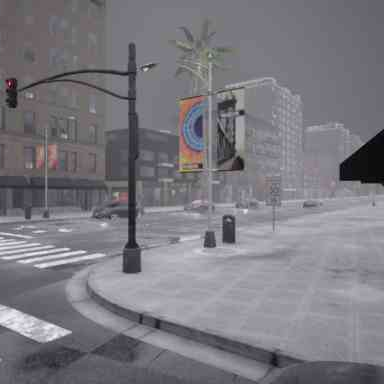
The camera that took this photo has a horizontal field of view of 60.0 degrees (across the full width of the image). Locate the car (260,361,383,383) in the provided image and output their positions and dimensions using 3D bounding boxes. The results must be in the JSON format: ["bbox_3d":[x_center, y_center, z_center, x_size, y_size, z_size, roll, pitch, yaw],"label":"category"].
[{"bbox_3d":[2.171,1.551,1.302,4.403,1.369,2.008,0,0,35],"label":"car"}]

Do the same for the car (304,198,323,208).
[{"bbox_3d":[18.706,1.671,51.276,1.994,1.385,4.181,0,0,35],"label":"car"}]

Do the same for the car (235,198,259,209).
[{"bbox_3d":[7.903,1.578,47.484,1.837,1.490,4.892,0,0,36],"label":"car"}]

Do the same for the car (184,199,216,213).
[{"bbox_3d":[0.965,1.571,37.683,1.812,1.442,4.674,0,0,35],"label":"car"}]

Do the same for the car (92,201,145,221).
[{"bbox_3d":[-6.029,1.528,27.752,1.837,1.490,4.892,0,0,35],"label":"car"}]
